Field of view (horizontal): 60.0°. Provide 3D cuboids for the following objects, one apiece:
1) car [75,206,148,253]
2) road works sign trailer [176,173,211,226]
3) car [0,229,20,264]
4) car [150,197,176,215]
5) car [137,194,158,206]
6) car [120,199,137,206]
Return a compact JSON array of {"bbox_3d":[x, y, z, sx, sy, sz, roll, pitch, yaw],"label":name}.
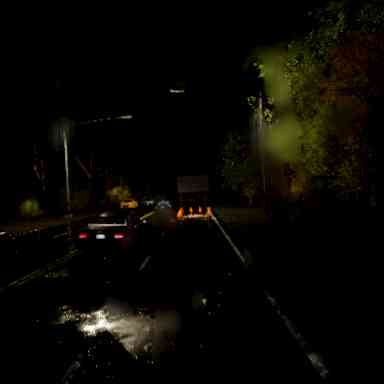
[{"bbox_3d":[-3.013,1.506,13.448,2.033,1.411,5.357,0,0,0],"label":"car"},{"bbox_3d":[0.110,0.452,23.925,2.380,3.560,2.880,-3,0,1],"label":"road works sign trailer"},{"bbox_3d":[-6.538,1.552,9.013,1.994,1.385,4.181,0,0,1],"label":"car"},{"bbox_3d":[-2.914,1.584,35.919,1.994,1.385,4.181,-8,2,1],"label":"car"},{"bbox_3d":[-6.159,1.364,49.342,2.150,2.045,5.566,-3,0,1],"label":"car"},{"bbox_3d":[-9.384,1.765,49.675,1.882,1.535,5.008,-3,1,1],"label":"car"}]
